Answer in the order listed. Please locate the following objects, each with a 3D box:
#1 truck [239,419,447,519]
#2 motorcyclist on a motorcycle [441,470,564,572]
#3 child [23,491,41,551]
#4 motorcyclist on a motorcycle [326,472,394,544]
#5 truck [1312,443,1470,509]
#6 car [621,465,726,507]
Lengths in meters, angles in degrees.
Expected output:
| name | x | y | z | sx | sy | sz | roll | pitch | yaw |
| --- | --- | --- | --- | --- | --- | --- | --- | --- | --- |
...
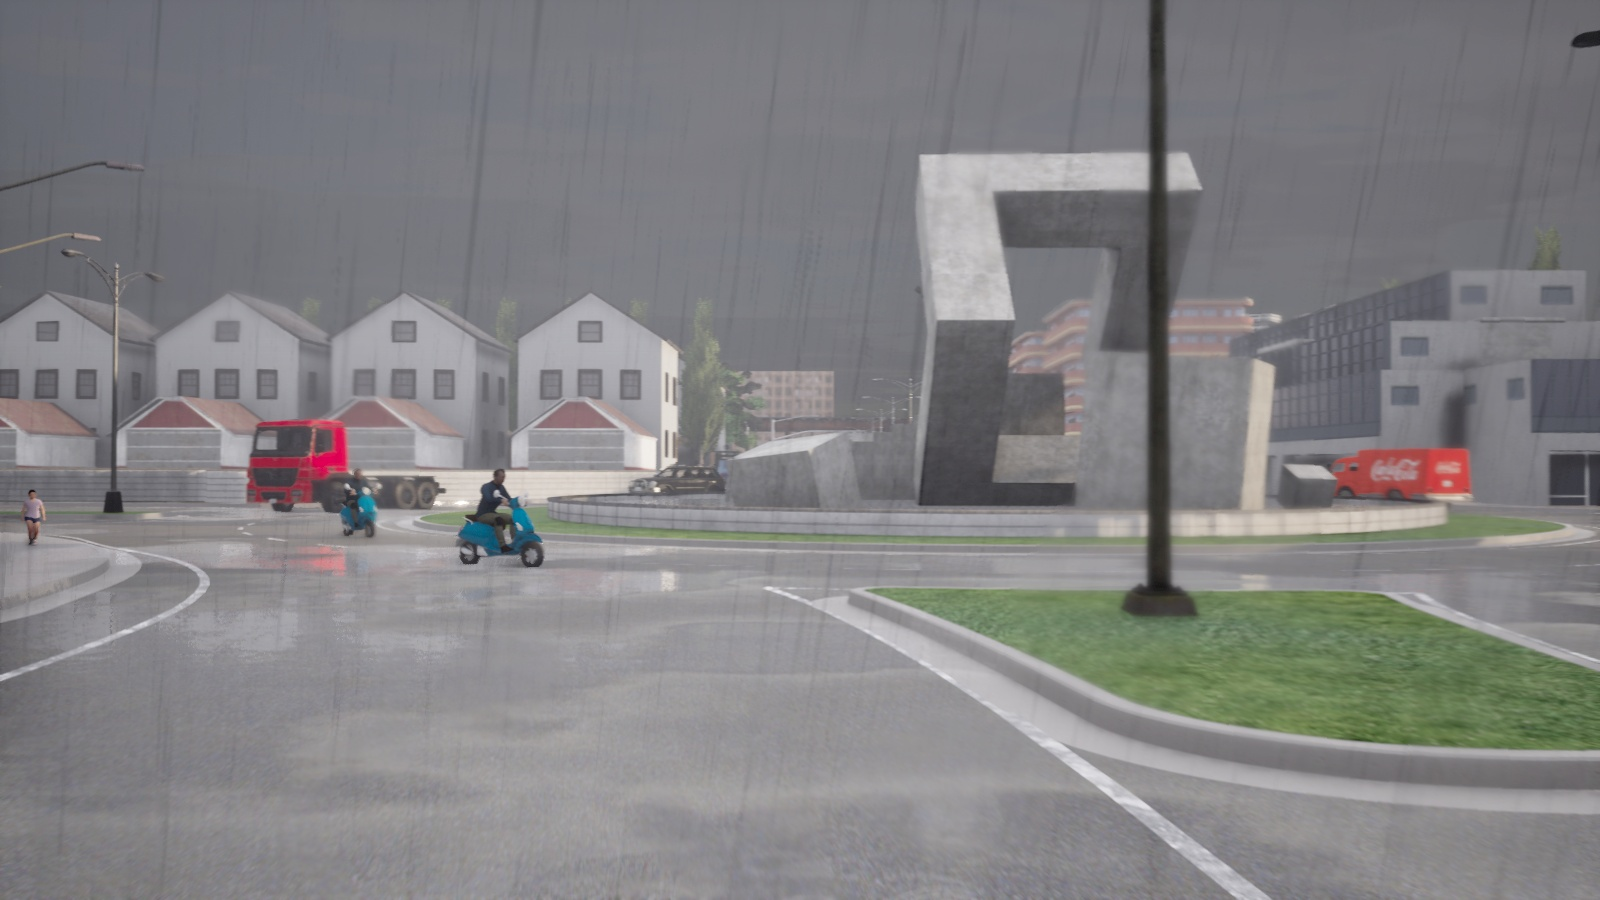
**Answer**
| name | x | y | z | sx | sy | sz | roll | pitch | yaw |
| --- | --- | --- | --- | --- | --- | --- | --- | --- | --- |
| truck | -17.187 | 0.733 | 47.931 | 2.891 | 3.462 | 7.936 | -1 | -1 | 22 |
| motorcyclist on a motorcycle | -4.840 | 1.137 | 20.405 | 1.817 | 1.590 | 0.866 | -1 | -2 | 28 |
| child | -14.492 | 1.329 | 23.696 | 0.255 | 1.110 | 0.394 | 0 | -1 | -38 |
| motorcyclist on a motorcycle | -10.186 | 1.312 | 29.018 | 0.866 | 1.590 | 1.817 | 0 | -1 | -42 |
| truck | 23.201 | 1.028 | 49.553 | 2.627 | 2.467 | 5.204 | 0 | -1 | -23 |
| car | -5.793 | 1.636 | 57.962 | 4.605 | 1.855 | 1.932 | 1 | -1 | -44 |
